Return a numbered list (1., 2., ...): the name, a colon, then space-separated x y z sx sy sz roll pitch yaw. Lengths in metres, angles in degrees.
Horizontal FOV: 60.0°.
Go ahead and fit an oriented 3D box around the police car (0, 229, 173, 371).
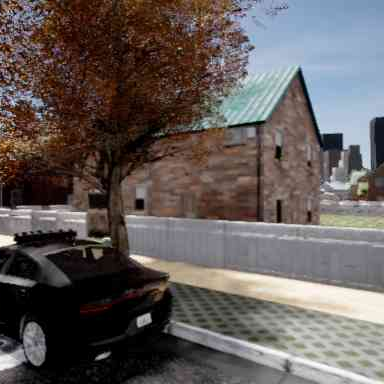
1. police car: -2.707 1.509 5.973 5.238 1.638 1.930 0 -1 37
